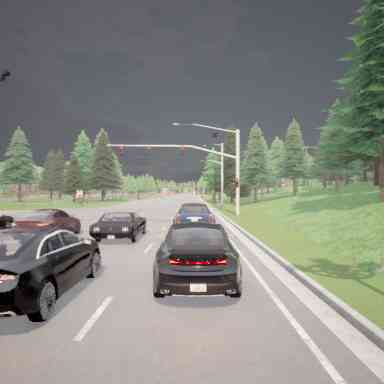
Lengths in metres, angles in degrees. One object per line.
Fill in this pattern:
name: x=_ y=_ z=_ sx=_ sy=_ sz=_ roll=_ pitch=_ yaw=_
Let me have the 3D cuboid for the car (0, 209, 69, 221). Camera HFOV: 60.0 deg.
car: x=-6.883 y=1.526 z=16.008 sx=1.812 sy=1.442 sz=4.674 roll=0 pitch=0 yaw=0

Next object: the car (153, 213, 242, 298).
car: x=0.109 y=1.505 z=8.512 sx=1.837 sy=1.490 sz=4.892 roll=0 pitch=0 yaw=0

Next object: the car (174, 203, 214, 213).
car: x=0.118 y=1.352 z=17.606 sx=2.097 sy=1.767 sz=4.553 roll=0 pitch=0 yaw=0

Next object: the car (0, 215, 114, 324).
car: x=-3.393 y=1.489 z=7.137 sx=2.128 sy=1.511 sz=4.902 roll=0 pitch=0 yaw=0

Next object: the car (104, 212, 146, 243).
car: x=-3.382 y=1.601 z=16.162 sx=1.895 sy=1.301 sz=4.718 roll=0 pitch=0 yaw=0
